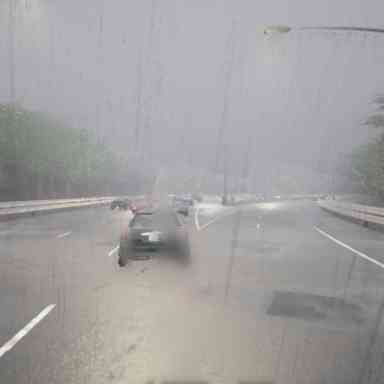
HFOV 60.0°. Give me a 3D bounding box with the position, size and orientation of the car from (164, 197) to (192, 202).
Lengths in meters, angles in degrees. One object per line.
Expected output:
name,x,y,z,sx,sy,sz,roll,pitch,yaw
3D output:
car,-1.310,1.525,32.425,1.994,1.385,4.181,0,0,1

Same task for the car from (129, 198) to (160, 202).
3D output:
car,-4.721,1.549,33.394,1.895,1.301,4.718,0,0,1

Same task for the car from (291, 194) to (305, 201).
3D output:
car,26.350,1.484,83.492,1.882,1.535,5.008,0,0,30

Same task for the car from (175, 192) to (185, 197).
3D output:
car,-2.603,1.262,69.385,2.097,1.767,4.553,0,0,6

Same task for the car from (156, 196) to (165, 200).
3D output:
car,-6.398,1.460,66.625,1.994,1.385,4.181,0,0,5

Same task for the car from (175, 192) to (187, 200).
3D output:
car,-3.078,1.088,94.343,2.150,2.045,5.566,0,0,9

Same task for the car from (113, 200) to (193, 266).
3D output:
car,-1.152,1.342,11.623,2.097,1.767,4.553,0,0,-2

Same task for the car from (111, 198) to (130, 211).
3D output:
car,-8.115,1.429,38.987,1.837,1.490,4.892,0,0,2

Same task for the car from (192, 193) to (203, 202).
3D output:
car,1.029,1.147,71.576,2.150,2.045,5.566,0,0,6

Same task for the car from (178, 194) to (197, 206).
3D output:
car,-0.682,1.429,49.973,1.882,1.535,5.008,0,0,3

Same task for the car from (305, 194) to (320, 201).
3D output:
car,29.799,1.494,82.478,1.882,1.535,5.008,0,0,30
